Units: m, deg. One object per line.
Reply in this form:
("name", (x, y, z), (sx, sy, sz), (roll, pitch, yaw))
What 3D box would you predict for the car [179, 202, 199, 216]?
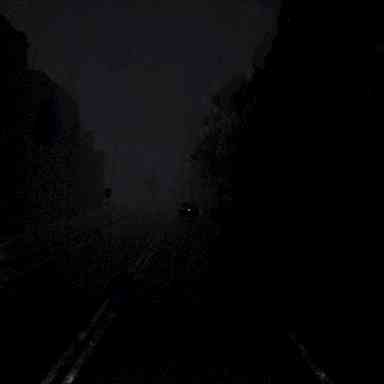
("car", (-0.347, 1.673, 34.344), (1.994, 1.385, 4.181), (0, 2, -1))
